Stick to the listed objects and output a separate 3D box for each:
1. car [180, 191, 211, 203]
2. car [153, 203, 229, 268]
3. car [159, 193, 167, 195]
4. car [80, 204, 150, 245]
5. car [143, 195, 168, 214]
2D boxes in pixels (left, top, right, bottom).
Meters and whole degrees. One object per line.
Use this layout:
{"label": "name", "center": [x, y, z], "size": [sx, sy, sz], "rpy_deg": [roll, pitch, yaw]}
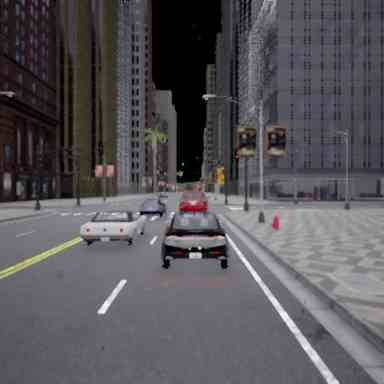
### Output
{"label": "car", "center": [0.237, 0.905, 26.153], "size": [2.150, 2.045, 5.566], "rpy_deg": [0, 1, 3]}
{"label": "car", "center": [0.086, 1.345, 10.743], "size": [2.128, 1.511, 4.902], "rpy_deg": [0, 1, 0]}
{"label": "car", "center": [-6.582, 0.870, 75.420], "size": [1.994, 1.385, 4.181], "rpy_deg": [0, 0, 0]}
{"label": "car", "center": [-3.167, 1.410, 14.370], "size": [1.895, 1.301, 4.718], "rpy_deg": [0, 1, 0]}
{"label": "car", "center": [-3.181, 1.235, 27.511], "size": [1.994, 1.385, 4.181], "rpy_deg": [0, 1, 0]}
